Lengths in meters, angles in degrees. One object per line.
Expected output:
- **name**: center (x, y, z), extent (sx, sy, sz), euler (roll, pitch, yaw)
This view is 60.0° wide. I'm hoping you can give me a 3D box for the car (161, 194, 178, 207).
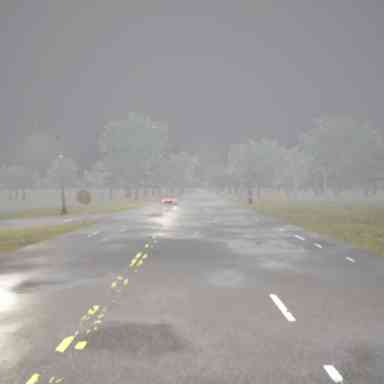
- **car**: center (-3.195, 1.157, 48.430), extent (2.097, 1.767, 4.553), euler (0, 1, 2)
